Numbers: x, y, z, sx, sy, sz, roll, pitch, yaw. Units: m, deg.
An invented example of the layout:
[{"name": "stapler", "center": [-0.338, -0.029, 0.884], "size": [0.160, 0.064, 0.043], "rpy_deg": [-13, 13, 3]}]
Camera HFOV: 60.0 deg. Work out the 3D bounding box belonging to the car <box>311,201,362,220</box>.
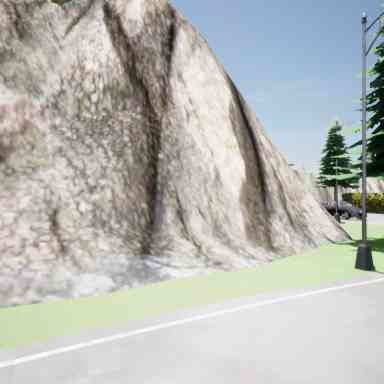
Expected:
[{"name": "car", "center": [12.393, 1.491, 28.315], "size": [2.128, 1.511, 4.902], "rpy_deg": [0, 0, -26]}]
